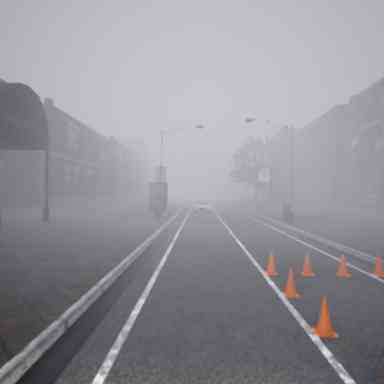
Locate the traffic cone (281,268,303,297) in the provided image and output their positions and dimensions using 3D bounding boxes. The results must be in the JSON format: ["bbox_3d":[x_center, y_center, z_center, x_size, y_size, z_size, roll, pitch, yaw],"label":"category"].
[{"bbox_3d":[2.203,2.003,7.418,0.340,0.580,0.340,1,0,1],"label":"traffic cone"}]

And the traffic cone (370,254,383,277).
[{"bbox_3d":[5.248,2.051,9.348,0.340,0.580,0.340,1,0,1],"label":"traffic cone"}]

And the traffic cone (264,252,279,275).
[{"bbox_3d":[2.249,2.007,9.417,0.340,0.580,0.340,1,0,1],"label":"traffic cone"}]

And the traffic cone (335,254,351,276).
[{"bbox_3d":[4.248,2.037,9.371,0.340,0.580,0.340,1,0,1],"label":"traffic cone"}]

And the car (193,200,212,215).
[{"bbox_3d":[1.129,1.587,35.325,1.812,1.442,4.674,1,0,1],"label":"car"}]

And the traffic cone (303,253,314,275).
[{"bbox_3d":[3.249,2.022,9.394,0.340,0.580,0.340,1,0,1],"label":"traffic cone"}]

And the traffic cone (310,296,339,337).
[{"bbox_3d":[2.157,1.998,5.418,0.340,0.580,0.340,1,0,1],"label":"traffic cone"}]
